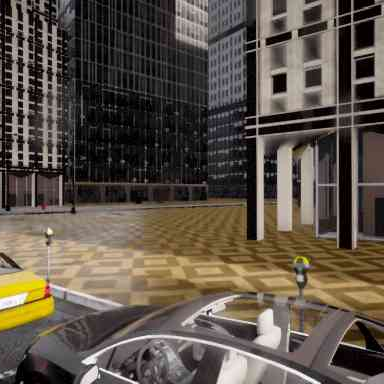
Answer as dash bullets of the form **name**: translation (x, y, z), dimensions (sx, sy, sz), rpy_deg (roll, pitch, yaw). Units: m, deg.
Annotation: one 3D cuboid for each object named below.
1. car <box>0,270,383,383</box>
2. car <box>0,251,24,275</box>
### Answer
- **car**: translation (0.290, 1.551, 2.670), dimensions (4.403, 1.369, 2.008), rpy_deg (0, 0, 36)
- **car**: translation (-4.464, 1.525, 6.064), dimensions (4.829, 1.417, 1.752), rpy_deg (0, 0, 36)
